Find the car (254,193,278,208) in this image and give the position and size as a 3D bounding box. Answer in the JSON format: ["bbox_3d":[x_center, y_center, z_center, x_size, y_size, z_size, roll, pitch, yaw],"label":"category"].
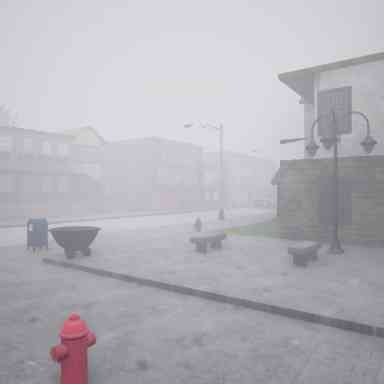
[{"bbox_3d":[11.187,1.218,49.584,2.150,2.045,5.566,0,0,36],"label":"car"}]
